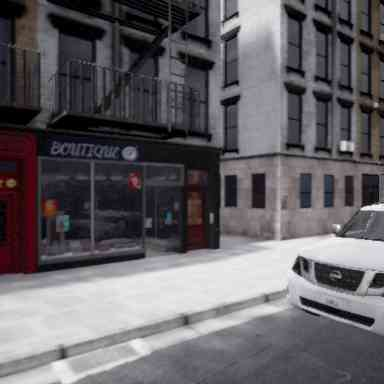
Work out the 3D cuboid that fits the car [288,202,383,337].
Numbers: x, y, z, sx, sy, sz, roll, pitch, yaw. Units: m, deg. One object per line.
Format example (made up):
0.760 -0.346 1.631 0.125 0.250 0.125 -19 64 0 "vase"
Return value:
4.279 1.221 6.406 5.566 2.045 2.150 0 0 -35 "car"
